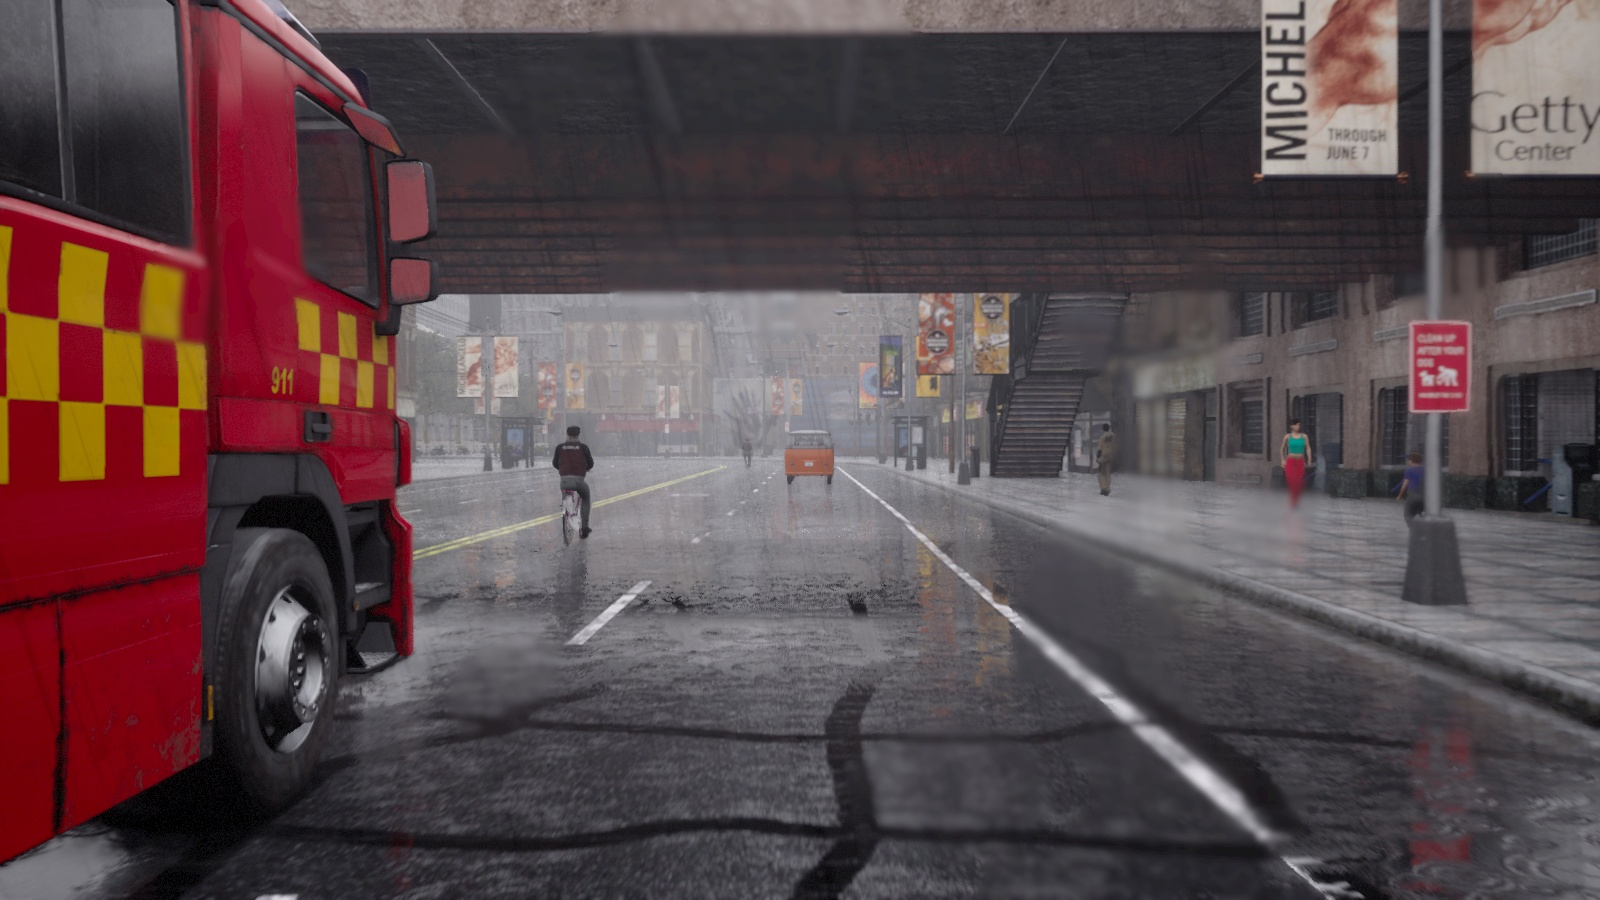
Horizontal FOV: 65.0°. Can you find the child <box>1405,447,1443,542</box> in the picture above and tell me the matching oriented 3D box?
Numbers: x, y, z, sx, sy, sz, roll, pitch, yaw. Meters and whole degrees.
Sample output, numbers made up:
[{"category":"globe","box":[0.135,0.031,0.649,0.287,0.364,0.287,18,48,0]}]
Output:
[{"category":"child","box":[8.405,0.594,16.922,0.270,1.263,0.437,0,0,-7]}]

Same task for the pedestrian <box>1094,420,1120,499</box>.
[{"category":"pedestrian","box":[7.578,0.234,30.985,0.396,1.930,0.692,0,0,-8]}]

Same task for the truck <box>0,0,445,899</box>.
[{"category":"truck","box":[-3.468,-0.437,2.833,2.891,3.827,8.468,0,0,0]}]

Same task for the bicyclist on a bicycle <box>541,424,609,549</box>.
[{"category":"bicyclist on a bicycle","box":[-3.333,0.509,18.726,0.659,1.776,1.843,0,1,1]}]

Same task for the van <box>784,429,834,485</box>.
[{"category":"van","box":[0.388,0.234,46.997,1.775,1.987,4.442,0,0,2]}]

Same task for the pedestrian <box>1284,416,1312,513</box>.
[{"category":"pedestrian","box":[9.581,0.275,24.171,0.345,1.836,0.594,0,0,6]}]
